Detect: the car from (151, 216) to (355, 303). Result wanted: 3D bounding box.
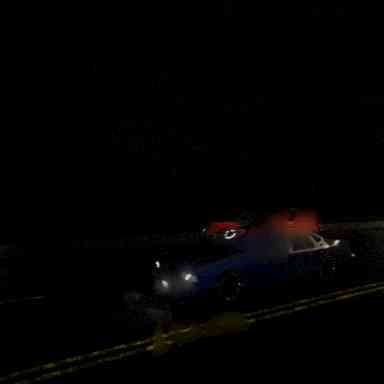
[{"bbox_3d":[1.751,1.552,8.309,5.357,1.411,2.033,0,0,-30],"label":"car"}]

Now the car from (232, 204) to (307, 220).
[{"bbox_3d":[2.512,1.364,12.395,4.553,1.767,2.097,0,0,-29],"label":"car"}]
